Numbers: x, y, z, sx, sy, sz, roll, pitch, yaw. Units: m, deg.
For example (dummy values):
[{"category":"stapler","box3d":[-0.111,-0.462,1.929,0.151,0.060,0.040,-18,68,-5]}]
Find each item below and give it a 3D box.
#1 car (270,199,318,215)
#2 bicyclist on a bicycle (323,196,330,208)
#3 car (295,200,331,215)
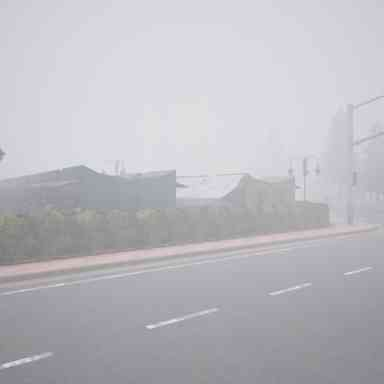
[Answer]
[{"category":"car","box3d":[10.801,1.526,35.527,1.812,1.442,4.674,0,0,-38]},{"category":"bicyclist on a bicycle","box3d":[17.886,1.302,44.318,1.656,1.620,0.582,0,0,-37]},{"category":"car","box3d":[9.968,1.547,30.812,2.033,1.411,5.357,0,0,-37]}]
